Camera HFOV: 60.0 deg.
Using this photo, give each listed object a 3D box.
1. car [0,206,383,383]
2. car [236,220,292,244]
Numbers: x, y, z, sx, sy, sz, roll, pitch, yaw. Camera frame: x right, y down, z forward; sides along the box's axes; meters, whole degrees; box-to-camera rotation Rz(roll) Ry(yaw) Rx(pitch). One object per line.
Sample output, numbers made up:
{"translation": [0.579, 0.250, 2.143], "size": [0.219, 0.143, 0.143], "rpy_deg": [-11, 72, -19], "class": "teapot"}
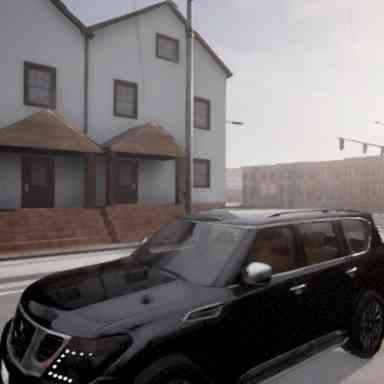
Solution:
{"translation": [0.620, 1.242, 4.507], "size": [5.566, 2.045, 2.150], "rpy_deg": [1, 0, -36], "class": "car"}
{"translation": [6.248, 3.584, 29.375], "size": [1.812, 1.442, 4.674], "rpy_deg": [-1, -13, -36], "class": "car"}
